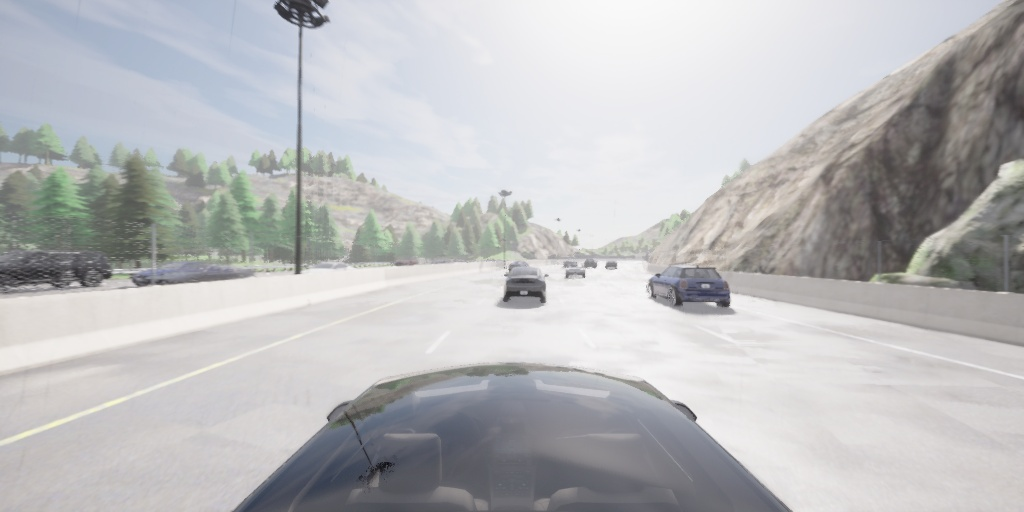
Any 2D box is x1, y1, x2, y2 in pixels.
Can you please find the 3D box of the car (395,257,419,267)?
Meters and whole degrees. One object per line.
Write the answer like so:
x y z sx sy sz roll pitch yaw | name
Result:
-17.025 0.917 58.424 2.097 1.767 4.553 1 0 16 | car

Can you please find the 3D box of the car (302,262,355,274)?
-12.759 1.138 25.053 1.812 1.442 4.674 1 0 7 | car

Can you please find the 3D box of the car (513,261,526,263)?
1.056 1.306 45.338 2.033 1.411 5.357 1 0 15 | car

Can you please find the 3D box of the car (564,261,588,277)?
6.389 1.417 35.803 1.895 1.301 4.718 1 0 11 | car

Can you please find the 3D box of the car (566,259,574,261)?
10.568 1.351 64.410 2.128 1.511 4.902 0 0 19 | car

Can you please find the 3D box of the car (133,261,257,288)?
-16.830 1.117 19.782 2.033 1.411 5.357 1 0 5 | car

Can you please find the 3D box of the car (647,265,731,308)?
7.629 1.183 15.947 2.097 1.767 4.553 1 0 4 | car

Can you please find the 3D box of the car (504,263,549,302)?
0.684 1.261 17.045 1.837 1.490 4.892 0 0 5 | car

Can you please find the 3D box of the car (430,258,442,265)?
-12.341 1.109 62.135 2.128 1.511 4.902 1 0 17 | car

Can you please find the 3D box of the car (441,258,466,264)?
-9.393 1.250 59.766 1.895 1.301 4.718 1 0 16 | car

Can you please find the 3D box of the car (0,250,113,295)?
-23.964 0.715 18.080 2.150 2.045 5.566 1 0 4 | car

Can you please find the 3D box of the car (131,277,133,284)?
-20.109 1.060 21.910 1.812 1.442 4.674 1 0 6 | car
